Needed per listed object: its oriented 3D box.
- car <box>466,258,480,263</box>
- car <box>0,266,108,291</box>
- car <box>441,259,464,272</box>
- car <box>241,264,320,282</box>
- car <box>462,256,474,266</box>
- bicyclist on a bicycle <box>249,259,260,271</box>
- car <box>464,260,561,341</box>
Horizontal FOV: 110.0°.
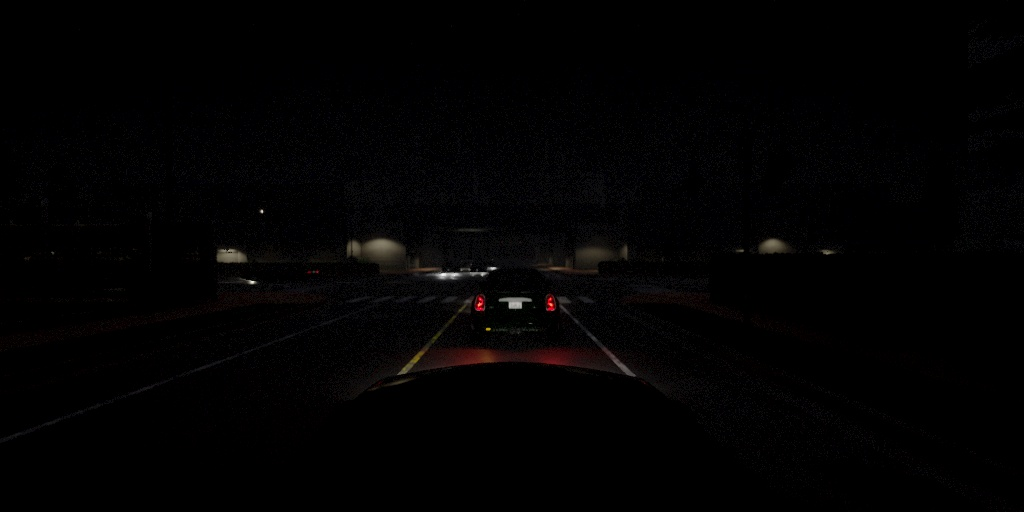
[{"bbox_3d":[-4.240,1.332,46.021,2.033,1.411,5.357,0,0,0],"label":"car"},{"bbox_3d":[-27.114,1.252,21.315,5.008,1.535,1.882,0,0,1],"label":"car"},{"bbox_3d":[-7.740,1.385,45.781,1.895,1.301,4.718,0,0,0],"label":"car"},{"bbox_3d":[-18.305,1.325,28.530,5.357,1.411,2.033,0,0,-1],"label":"car"},{"bbox_3d":[-7.705,1.013,62.551,2.150,2.045,5.566,0,0,0],"label":"car"},{"bbox_3d":[-26.028,1.081,36.285,0.582,1.620,1.656,0,0,0],"label":"bicyclist on a bicycle"},{"bbox_3d":[0.072,1.105,10.031,2.097,1.767,4.553,0,0,0],"label":"car"}]
